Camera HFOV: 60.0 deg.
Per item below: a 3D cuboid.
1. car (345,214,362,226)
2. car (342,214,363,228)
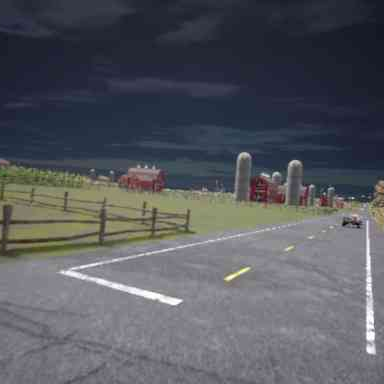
[{"bbox_3d":[23.013,3.897,47.252,1.994,1.385,4.181,5,0,28],"label":"car"},{"bbox_3d":[19.169,3.452,39.862,1.837,1.490,4.892,5,0,28],"label":"car"}]
